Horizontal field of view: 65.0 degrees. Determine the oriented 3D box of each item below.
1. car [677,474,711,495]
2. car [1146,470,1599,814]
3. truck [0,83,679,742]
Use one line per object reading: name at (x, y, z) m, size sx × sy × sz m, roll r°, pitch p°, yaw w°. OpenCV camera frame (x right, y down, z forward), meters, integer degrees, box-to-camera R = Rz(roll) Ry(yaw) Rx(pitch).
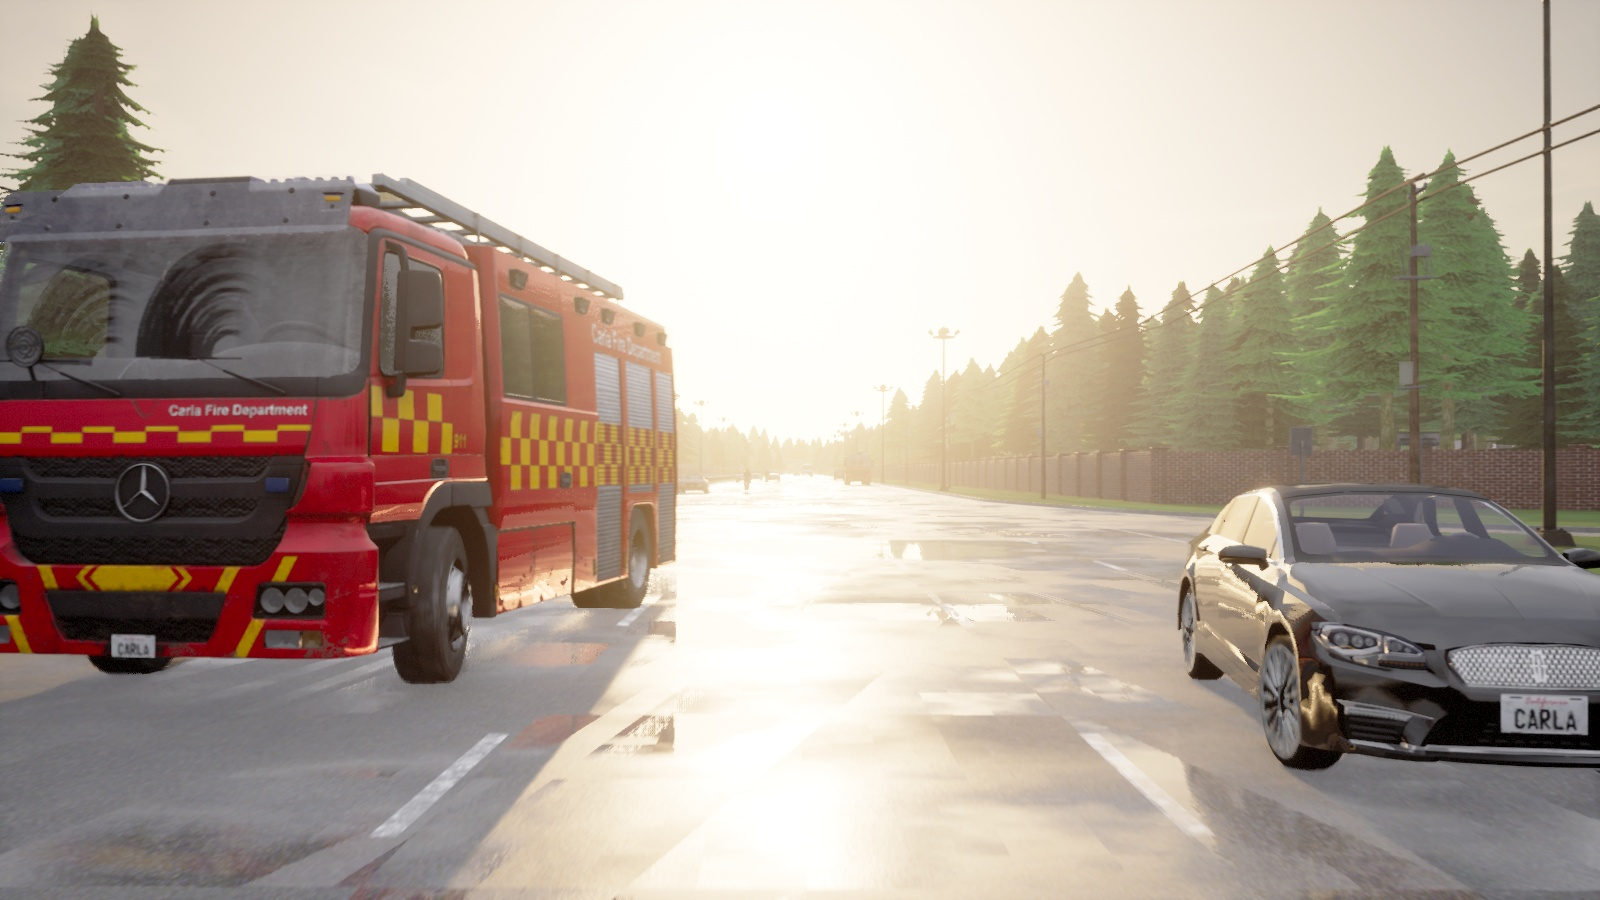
car at (-7.206, 2.344, 85.806) m, size 1.994 × 1.385 × 4.181 m, roll 0°, pitch -1°, yaw 0°
car at (3.647, 0.890, 8.013) m, size 2.128 × 1.511 × 4.902 m, roll 0°, pitch -1°, yaw 8°
truck at (-3.550, -0.140, 11.679) m, size 2.891 × 3.827 × 8.468 m, roll -1°, pitch -1°, yaw 8°
